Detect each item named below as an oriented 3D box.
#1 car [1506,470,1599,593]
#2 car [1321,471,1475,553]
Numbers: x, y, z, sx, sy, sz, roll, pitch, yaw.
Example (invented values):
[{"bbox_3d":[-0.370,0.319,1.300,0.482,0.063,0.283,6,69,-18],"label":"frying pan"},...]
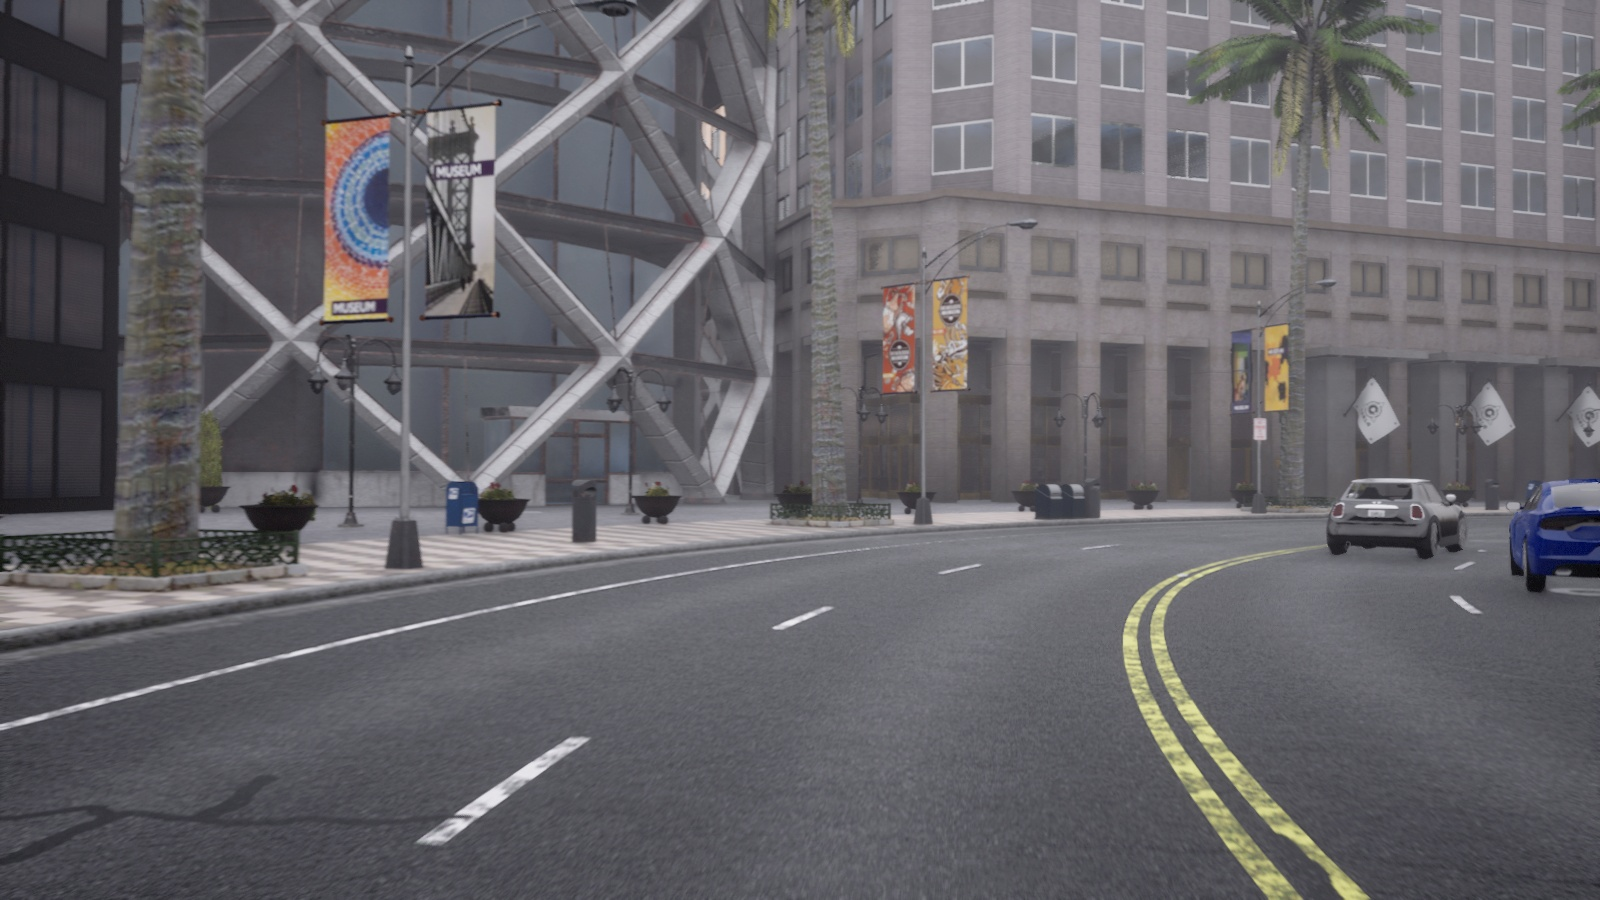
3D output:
[{"bbox_3d":[11.323,1.059,17.931,1.882,1.535,5.008,-1,-1,26],"label":"car"},{"bbox_3d":[11.945,1.162,24.962,1.970,1.475,3.806,-1,-1,38],"label":"car"}]
